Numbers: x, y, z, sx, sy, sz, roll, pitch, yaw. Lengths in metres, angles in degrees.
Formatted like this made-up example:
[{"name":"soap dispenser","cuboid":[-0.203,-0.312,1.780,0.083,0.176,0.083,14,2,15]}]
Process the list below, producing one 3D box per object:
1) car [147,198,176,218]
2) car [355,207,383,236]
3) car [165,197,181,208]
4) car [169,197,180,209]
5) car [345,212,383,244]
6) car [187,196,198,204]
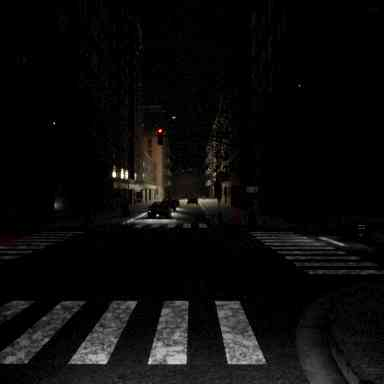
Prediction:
[{"name":"car","cuboid":[-2.841,1.541,30.207,2.033,1.411,5.357,0,0,0]},{"name":"car","cuboid":[11.636,1.554,17.902,4.829,1.417,1.752,0,0,0]},{"name":"car","cuboid":[-2.837,1.474,50.230,2.128,1.511,4.902,0,0,0]},{"name":"car","cuboid":[-2.837,1.481,40.029,2.128,1.511,4.902,0,0,0]},{"name":"car","cuboid":[9.789,1.494,15.424,5.008,1.535,1.882,0,0,1]},{"name":"car","cuboid":[0.108,1.499,61.147,1.812,1.442,4.674,0,0,0]}]
